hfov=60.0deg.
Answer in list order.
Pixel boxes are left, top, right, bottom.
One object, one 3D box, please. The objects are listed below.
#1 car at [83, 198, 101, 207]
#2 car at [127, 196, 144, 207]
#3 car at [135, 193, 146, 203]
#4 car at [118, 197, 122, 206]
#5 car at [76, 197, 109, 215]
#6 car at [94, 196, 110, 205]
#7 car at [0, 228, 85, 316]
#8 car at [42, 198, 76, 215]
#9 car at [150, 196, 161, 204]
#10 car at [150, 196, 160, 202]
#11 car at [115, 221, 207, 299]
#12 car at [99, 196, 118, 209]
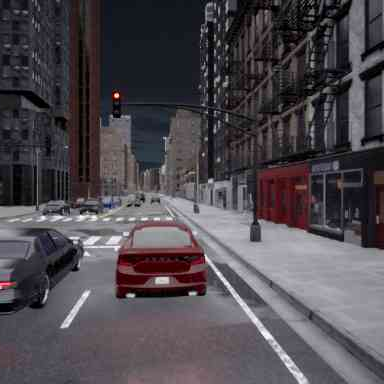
[{"bbox_3d":[-15.641,1.621,52.268,1.895,1.301,4.718,0,0,-6],"label":"car"},{"bbox_3d":[-8.729,1.620,50.563,1.895,1.301,4.718,0,0,-6],"label":"car"},{"bbox_3d":[-11.079,1.253,71.130,2.150,2.045,5.566,0,0,-6],"label":"car"},{"bbox_3d":[-12.641,1.513,54.744,2.128,1.511,4.902,0,0,-6],"label":"car"},{"bbox_3d":[-10.447,1.558,34.983,2.033,1.411,5.357,0,0,-6],"label":"car"},{"bbox_3d":[-16.732,1.517,62.211,2.128,1.511,4.902,0,0,-6],"label":"car"},{"bbox_3d":[-3.908,1.547,7.713,2.033,1.411,5.357,0,0,-6],"label":"car"},{"bbox_3d":[-13.565,1.514,33.648,1.837,1.490,4.892,0,0,-6],"label":"car"},{"bbox_3d":[-7.107,1.531,65.177,1.837,1.490,4.892,0,0,-6],"label":"car"},{"bbox_3d":[-8.367,1.570,75.479,2.033,1.411,5.357,0,0,-6],"label":"car"},{"bbox_3d":[-0.802,1.477,8.582,1.882,1.535,5.008,0,0,-6],"label":"car"},{"bbox_3d":[-11.516,1.494,44.627,1.882,1.535,5.008,0,0,-6],"label":"car"}]
